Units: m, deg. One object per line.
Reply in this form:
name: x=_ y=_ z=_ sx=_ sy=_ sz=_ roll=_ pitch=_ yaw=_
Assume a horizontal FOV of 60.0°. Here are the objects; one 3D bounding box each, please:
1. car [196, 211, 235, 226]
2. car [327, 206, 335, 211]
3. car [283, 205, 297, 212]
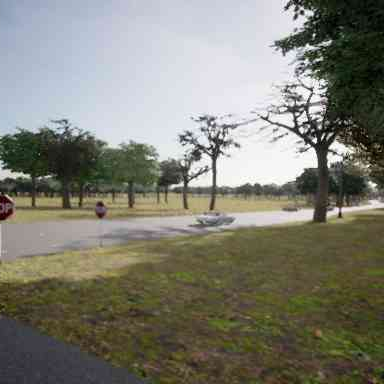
car: x=2.443 y=2.573 z=32.839 sx=1.895 sy=1.301 sz=4.718 roll=2 pitch=-1 yaw=36
car: x=34.143 y=4.072 z=82.755 sx=1.994 sy=1.385 sz=4.181 roll=2 pitch=-1 yaw=36
car: x=20.653 y=3.532 z=70.117 sx=1.994 sy=1.385 sz=4.181 roll=2 pitch=-1 yaw=36
